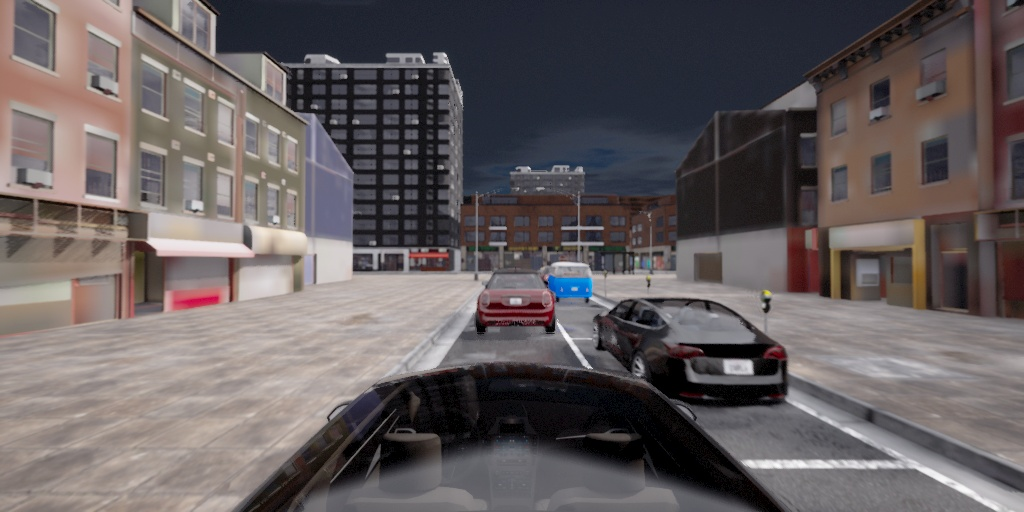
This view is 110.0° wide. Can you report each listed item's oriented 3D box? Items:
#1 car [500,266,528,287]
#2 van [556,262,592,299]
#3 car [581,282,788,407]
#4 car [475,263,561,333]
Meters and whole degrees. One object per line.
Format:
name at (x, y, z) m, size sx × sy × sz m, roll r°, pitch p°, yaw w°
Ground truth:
car at (0.147, 1.512, 27.603) m, size 1.994 × 1.385 × 4.181 m, roll 0°, pitch 0°, yaw 0°
van at (2.672, 1.206, 17.142) m, size 1.690 × 1.789 × 3.998 m, roll 0°, pitch 0°, yaw 0°
car at (2.646, 1.349, 6.267) m, size 1.948 × 1.339 × 4.313 m, roll 0°, pitch 0°, yaw 0°
car at (0.107, 1.170, 11.100) m, size 2.097 × 1.767 × 4.553 m, roll 0°, pitch -1°, yaw 0°
